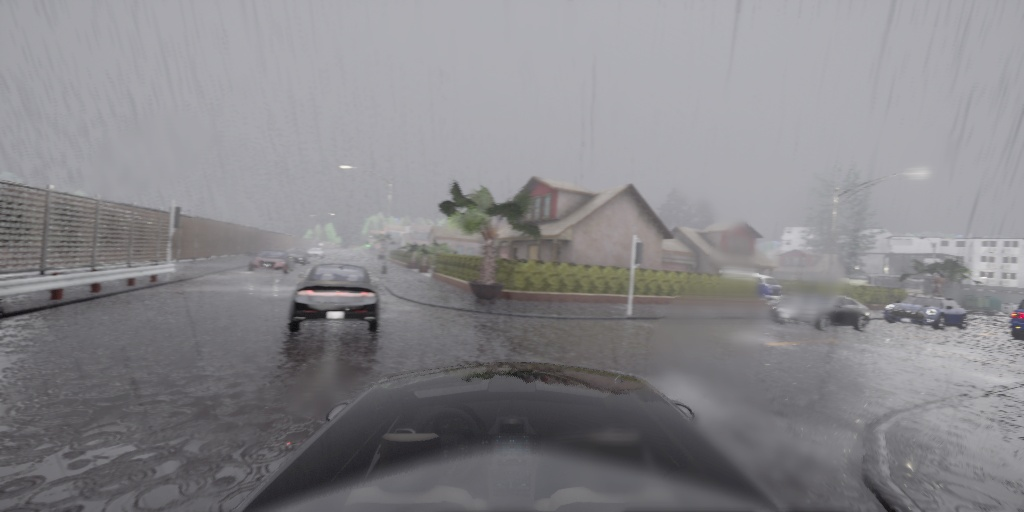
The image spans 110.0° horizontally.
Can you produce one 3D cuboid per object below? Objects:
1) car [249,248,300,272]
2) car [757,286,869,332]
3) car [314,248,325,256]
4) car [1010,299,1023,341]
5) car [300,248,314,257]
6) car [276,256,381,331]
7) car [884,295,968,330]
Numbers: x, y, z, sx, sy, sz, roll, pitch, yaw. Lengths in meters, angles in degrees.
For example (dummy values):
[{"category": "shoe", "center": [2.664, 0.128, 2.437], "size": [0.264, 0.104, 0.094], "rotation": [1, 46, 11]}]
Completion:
[{"category": "car", "center": [-15.265, 0.326, 23.056], "size": [1.994, 1.385, 4.181], "rotation": [5, -1, -24]}, {"category": "car", "center": [13.527, 2.396, 15.742], "size": [4.902, 1.511, 2.128], "rotation": [5, -1, -24]}, {"category": "car", "center": [-27.320, -0.404, 50.025], "size": [1.812, 1.442, 4.674], "rotation": [5, -1, -24]}, {"category": "car", "center": [25.514, 3.049, 16.554], "size": [5.566, 2.045, 2.150], "rotation": [5, -1, -24]}, {"category": "car", "center": [-19.539, 0.016, 32.570], "size": [1.837, 1.490, 4.892], "rotation": [5, 1, -24]}, {"category": "car", "center": [-4.610, 0.954, 9.598], "size": [2.128, 1.511, 4.902], "rotation": [5, -1, -24]}, {"category": "car", "center": [23.154, 3.034, 20.074], "size": [4.553, 1.767, 2.097], "rotation": [5, -1, -24]}]
